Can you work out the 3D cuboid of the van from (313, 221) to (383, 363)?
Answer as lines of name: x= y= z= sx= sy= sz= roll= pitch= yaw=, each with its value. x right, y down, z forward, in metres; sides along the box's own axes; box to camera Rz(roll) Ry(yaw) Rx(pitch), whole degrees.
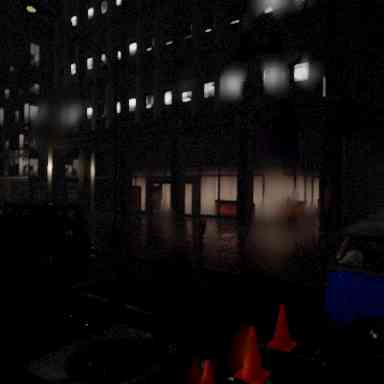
van: x=3.788 y=1.345 z=4.280 sx=3.998 sy=1.788 sz=1.690 roll=0 pitch=1 yaw=36

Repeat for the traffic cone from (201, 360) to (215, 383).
traffic cone: x=0.155 y=1.945 z=3.247 sx=0.340 sy=0.580 sz=0.340 roll=0 pitch=0 yaw=36

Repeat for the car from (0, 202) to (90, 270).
car: x=-5.450 y=1.249 z=10.903 sx=5.009 sy=1.841 sz=2.192 roll=0 pitch=1 yaw=36

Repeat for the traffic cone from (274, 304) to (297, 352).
traffic cone: x=1.321 y=1.945 z=4.872 sx=0.340 sy=0.580 sz=0.340 roll=0 pitch=0 yaw=36

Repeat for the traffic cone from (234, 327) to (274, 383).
traffic cone: x=0.738 y=1.945 z=4.060 sx=0.340 sy=0.580 sz=0.340 roll=0 pitch=0 yaw=36
